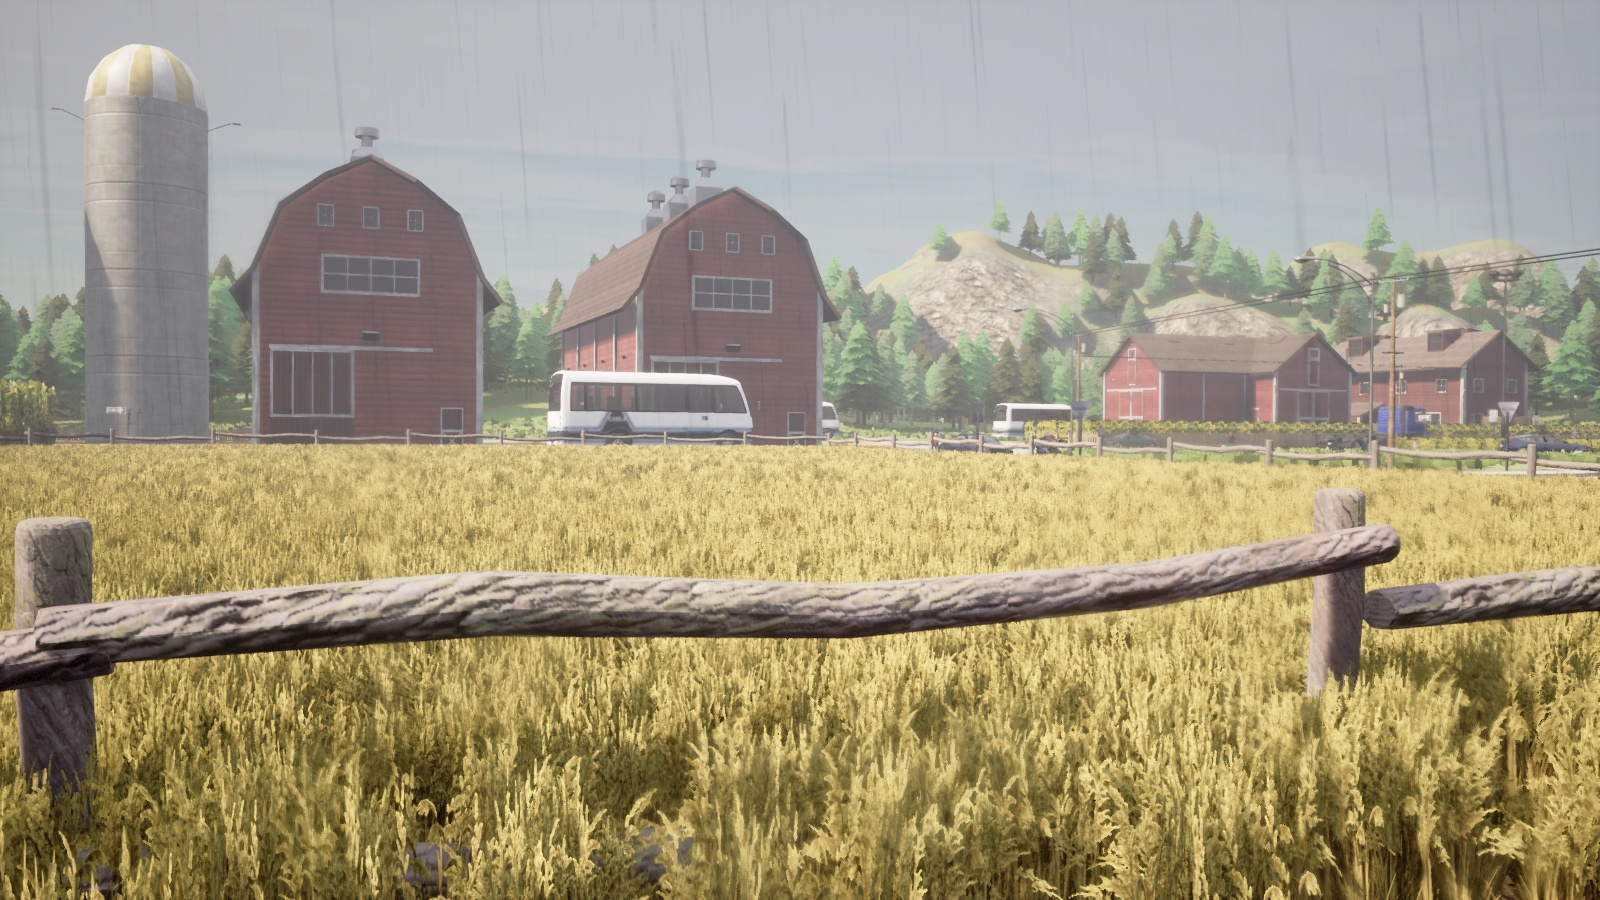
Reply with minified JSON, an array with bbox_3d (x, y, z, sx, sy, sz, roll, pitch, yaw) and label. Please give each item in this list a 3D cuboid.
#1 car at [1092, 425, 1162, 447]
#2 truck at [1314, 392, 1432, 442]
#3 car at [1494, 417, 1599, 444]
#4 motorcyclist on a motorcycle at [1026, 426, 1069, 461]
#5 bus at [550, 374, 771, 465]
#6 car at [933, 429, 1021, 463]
[{"bbox_3d":[22.470,-0.973,86.350,4.181,1.385,1.994,-1,1,-18],"label":"car"},{"bbox_3d":[40.883,-2.345,89.576,7.936,3.462,2.891,-1,1,-21],"label":"truck"},{"bbox_3d":[43.521,-1.114,73.325,4.792,1.488,2.163,-1,1,13],"label":"car"},{"bbox_3d":[11.023,-0.296,56.005,0.866,1.530,2.191,-1,1,-21],"label":"motorcyclist on a motorcycle"},{"bbox_3d":[-6.970,-1.568,62.988,10.273,4.253,3.944,-1,1,-24],"label":"bus"},{"bbox_3d":[7.681,-0.199,54.956,1.994,1.385,4.181,-1,1,-22],"label":"car"}]
